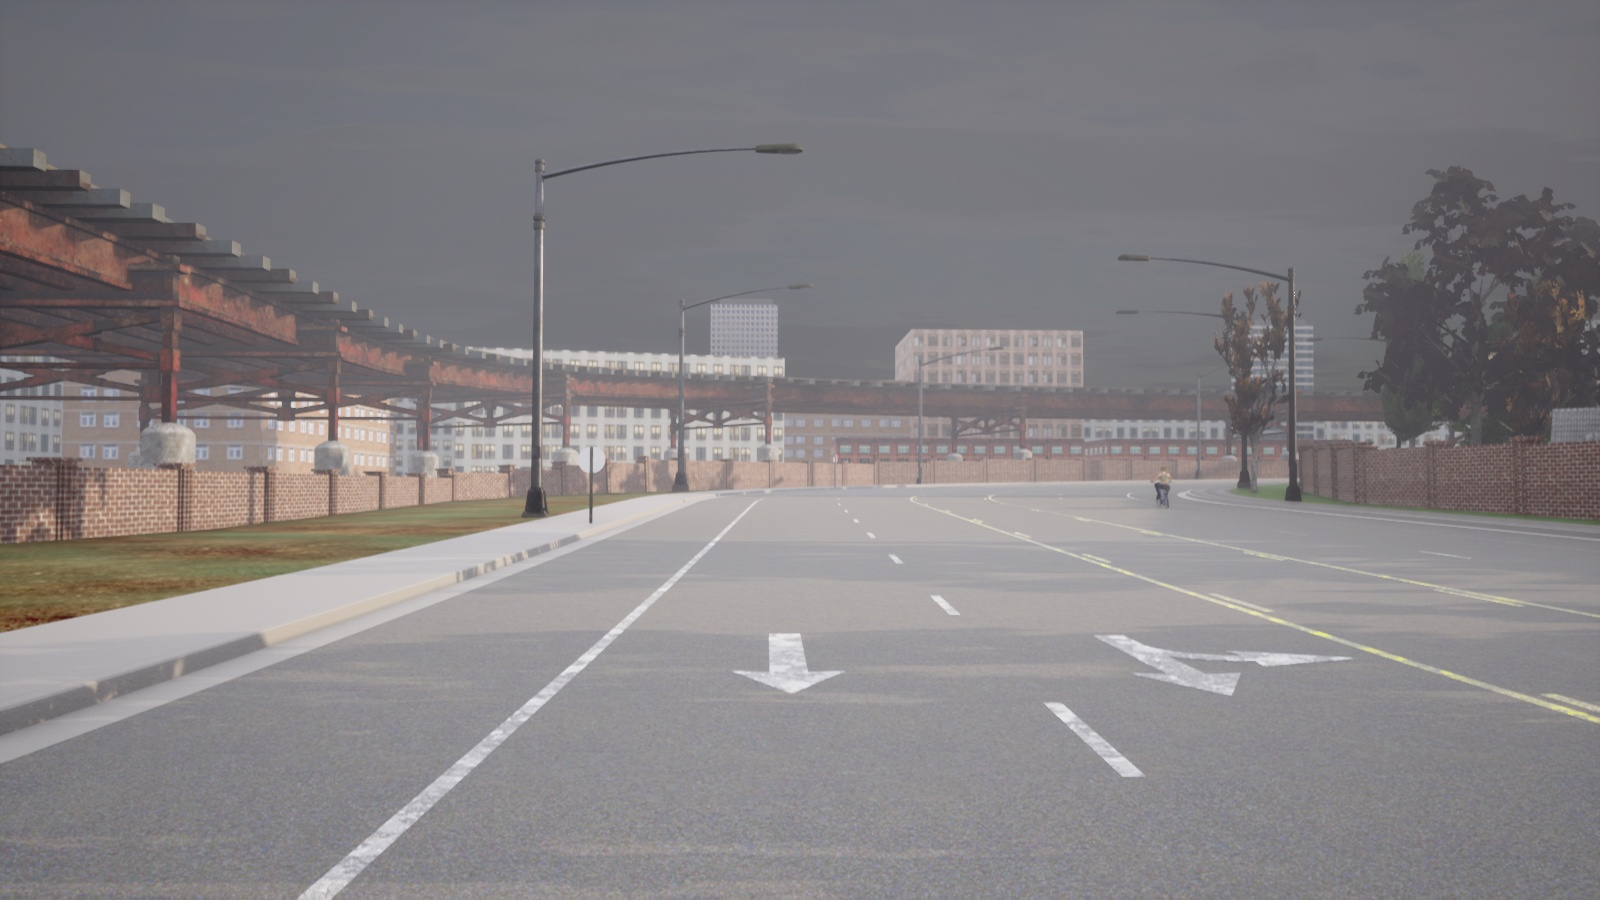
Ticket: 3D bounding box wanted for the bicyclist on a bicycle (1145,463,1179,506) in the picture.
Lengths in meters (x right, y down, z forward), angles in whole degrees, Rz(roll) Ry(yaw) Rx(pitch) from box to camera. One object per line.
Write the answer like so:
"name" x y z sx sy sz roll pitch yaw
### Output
"bicyclist on a bicycle" 13.872 1.312 48.102 0.866 1.612 1.509 0 -1 0
